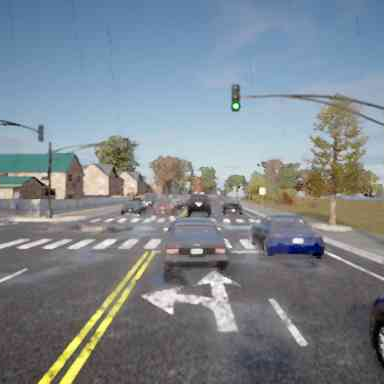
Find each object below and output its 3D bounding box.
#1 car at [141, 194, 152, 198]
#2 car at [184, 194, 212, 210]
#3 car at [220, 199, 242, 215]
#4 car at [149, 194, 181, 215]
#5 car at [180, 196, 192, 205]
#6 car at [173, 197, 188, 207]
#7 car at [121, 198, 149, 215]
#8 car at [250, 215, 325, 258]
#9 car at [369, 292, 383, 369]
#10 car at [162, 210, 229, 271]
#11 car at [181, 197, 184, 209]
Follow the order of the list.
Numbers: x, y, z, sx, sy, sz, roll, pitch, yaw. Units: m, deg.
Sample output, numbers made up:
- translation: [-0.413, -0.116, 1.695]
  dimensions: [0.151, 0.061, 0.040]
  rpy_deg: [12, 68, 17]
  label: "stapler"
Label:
- translation: [-5.436, 1.241, 44.095]
  dimensions: [2.150, 2.045, 5.566]
  rpy_deg: [0, 0, 3]
  label: "car"
- translation: [0.715, 1.225, 31.568]
  dimensions: [2.150, 2.045, 5.566]
  rpy_deg: [0, 0, 2]
  label: "car"
- translation: [4.086, 1.508, 34.574]
  dimensions: [1.837, 1.490, 4.892]
  rpy_deg: [0, 0, 2]
  label: "car"
- translation: [-2.650, 1.359, 33.673]
  dimensions: [2.097, 1.767, 4.553]
  rpy_deg: [0, 0, 2]
  label: "car"
- translation: [-1.060, 1.572, 61.693]
  dimensions: [1.812, 1.442, 4.674]
  rpy_deg: [0, 0, 4]
  label: "car"
- translation: [-1.738, 1.552, 51.604]
  dimensions: [1.812, 1.442, 4.674]
  rpy_deg: [0, 0, 4]
  label: "car"
- translation: [-5.886, 1.573, 33.949]
  dimensions: [1.994, 1.385, 4.181]
  rpy_deg: [0, 0, 3]
  label: "car"
- translation: [3.487, 1.560, 12.834]
  dimensions: [1.994, 1.385, 4.181]
  rpy_deg: [0, 0, 1]
  label: "car"
- translation: [3.380, 1.351, 2.535]
  dimensions: [2.097, 1.767, 4.553]
  rpy_deg: [0, 0, 0]
  label: "car"
- translation: [0.038, 1.544, 10.900]
  dimensions: [2.033, 1.411, 5.357]
  rpy_deg: [0, 0, -2]
  label: "car"
- translation: [-2.255, 1.616, 42.615]
  dimensions: [1.895, 1.301, 4.718]
  rpy_deg: [0, 0, 3]
  label: "car"
